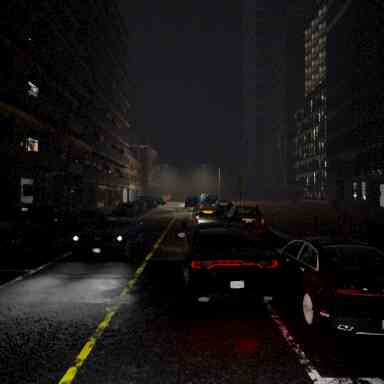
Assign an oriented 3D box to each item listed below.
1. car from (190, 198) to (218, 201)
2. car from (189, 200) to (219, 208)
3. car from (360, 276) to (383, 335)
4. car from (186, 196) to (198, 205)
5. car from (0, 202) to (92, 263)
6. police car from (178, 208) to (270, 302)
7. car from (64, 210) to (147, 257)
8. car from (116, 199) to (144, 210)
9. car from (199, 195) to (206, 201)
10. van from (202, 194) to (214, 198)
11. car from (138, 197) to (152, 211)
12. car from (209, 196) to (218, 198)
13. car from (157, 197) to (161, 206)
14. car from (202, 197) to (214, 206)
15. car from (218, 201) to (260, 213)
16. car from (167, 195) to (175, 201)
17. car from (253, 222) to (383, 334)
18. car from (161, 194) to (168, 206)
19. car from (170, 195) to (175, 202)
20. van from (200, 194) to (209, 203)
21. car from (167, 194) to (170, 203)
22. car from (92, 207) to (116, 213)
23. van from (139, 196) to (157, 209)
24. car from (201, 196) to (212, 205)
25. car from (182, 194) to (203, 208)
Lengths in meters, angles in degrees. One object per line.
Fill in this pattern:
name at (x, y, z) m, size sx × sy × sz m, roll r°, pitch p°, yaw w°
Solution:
car at (0.905, 1.463, 24.539) m, size 1.801 × 1.575 × 5.366 m, roll 0°, pitch 0°, yaw 0°
car at (0.884, 1.462, 18.539) m, size 1.801 × 1.575 × 5.366 m, roll 0°, pitch 0°, yaw 0°
car at (2.701, 1.551, 1.094) m, size 2.008 × 1.369 × 4.403 m, roll 1°, pitch 0°, yaw 0°
car at (0.012, 1.515, 58.632) m, size 2.128 × 1.511 × 4.902 m, roll 0°, pitch 0°, yaw 0°
car at (-5.673, 1.319, 12.234) m, size 2.192 × 1.841 × 5.009 m, roll 1°, pitch 0°, yaw 0°
police car at (0.686, 1.427, 8.445) m, size 1.930 × 1.638 × 5.238 m, roll 0°, pitch 0°, yaw -2°
car at (-3.098, 1.605, 13.059) m, size 1.895 × 1.301 × 4.718 m, roll 0°, pitch 0°, yaw 0°
car at (-5.674, 1.576, 28.944) m, size 1.947 × 1.339 × 4.313 m, roll 1°, pitch 0°, yaw 0°
car at (2.719, 1.569, 90.377) m, size 1.752 × 1.417 × 4.829 m, roll 1°, pitch 0°, yaw 0°
van at (2.714, 1.359, 45.651) m, size 1.690 × 1.788 × 3.998 m, roll 1°, pitch 0°, yaw 0°
car at (-5.672, 1.563, 34.513) m, size 2.008 × 1.369 × 4.403 m, roll 1°, pitch 0°, yaw 0°
car at (2.709, 1.450, 28.941) m, size 1.967 × 1.590 × 4.097 m, roll 1°, pitch 0°, yaw 0°
car at (-5.669, 1.543, 45.483) m, size 1.752 × 1.417 × 4.829 m, roll 1°, pitch 0°, yaw 0°
car at (2.712, 1.605, 56.789) m, size 1.802 × 1.307 × 4.206 m, roll 1°, pitch 0°, yaw 0°
car at (2.706, 1.445, 17.801) m, size 1.967 × 1.590 × 4.097 m, roll 1°, pitch 0°, yaw 0°
car at (-5.661, 1.588, 90.210) m, size 1.887 × 1.381 × 4.507 m, roll 1°, pitch 0°, yaw 0°
car at (2.702, 1.553, 6.662) m, size 2.008 × 1.369 × 4.403 m, roll 1°, pitch 0°, yaw 0°
car at (-5.667, 1.574, 56.791) m, size 2.008 × 1.369 × 4.403 m, roll 1°, pitch 0°, yaw 0°
car at (-5.661, 1.347, 73.501) m, size 2.192 × 1.841 × 5.009 m, roll 1°, pitch 0°, yaw 0°
van at (2.719, 1.373, 73.499) m, size 1.690 × 1.788 × 3.998 m, roll 1°, pitch 0°, yaw 0°
car at (-5.666, 1.551, 62.192) m, size 1.752 × 1.417 × 4.829 m, roll 1°, pitch 0°, yaw 0°
car at (-5.676, 1.550, 17.804) m, size 1.887 × 1.381 × 4.507 m, roll 1°, pitch 0°, yaw 0°
van at (-5.668, 1.356, 40.084) m, size 1.690 × 1.788 × 3.998 m, roll 1°, pitch 0°, yaw 0°
car at (2.714, 1.551, 62.528) m, size 1.752 × 1.417 × 4.829 m, roll 1°, pitch 0°, yaw 0°
car at (0.047, 1.370, 46.213) m, size 2.097 × 1.767 × 4.553 m, roll 0°, pitch 0°, yaw 0°
